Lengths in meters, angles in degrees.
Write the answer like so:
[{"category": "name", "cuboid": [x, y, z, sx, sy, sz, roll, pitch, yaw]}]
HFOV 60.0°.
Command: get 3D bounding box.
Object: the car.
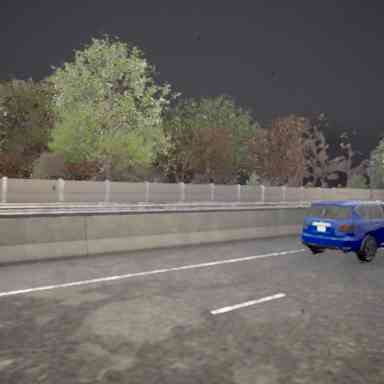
[{"category": "car", "cuboid": [6.589, 1.362, 12.869, 5.566, 2.045, 2.150, 0, 0, -35]}]
